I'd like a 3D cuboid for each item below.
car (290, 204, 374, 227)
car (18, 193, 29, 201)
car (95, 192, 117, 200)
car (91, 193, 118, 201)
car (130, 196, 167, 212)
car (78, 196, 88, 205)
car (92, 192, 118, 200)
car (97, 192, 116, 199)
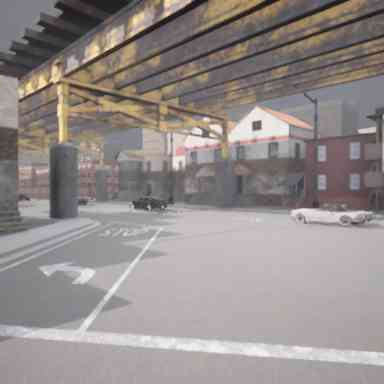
[{"bbox_3d":[8.742,1.415,21.185,1.895,1.301,4.718,0,1,-45],"label":"car"},{"bbox_3d":[-32.385,0.961,62.275,4.892,1.490,1.837,0,1,35],"label":"car"},{"bbox_3d":[-17.487,0.862,67.991,2.038,1.542,4.974,0,1,15],"label":"car"},{"bbox_3d":[-16.811,0.894,64.322,4.974,1.542,2.038,0,1,-15],"label":"car"},{"bbox_3d":[-4.587,1.203,34.681,1.837,1.490,4.892,0,1,-45],"label":"car"},{"bbox_3d":[-16.603,1.194,46.856,1.895,1.301,4.718,0,1,-45],"label":"car"},{"bbox_3d":[-16.761,0.736,64.334,4.536,1.218,1.853,0,1,-15],"label":"car"},{"bbox_3d":[-17.474,0.704,68.040,1.853,1.218,4.536,0,1,15],"label":"car"}]
